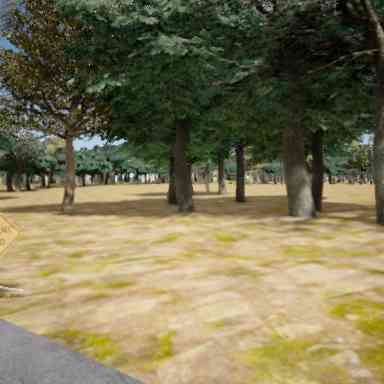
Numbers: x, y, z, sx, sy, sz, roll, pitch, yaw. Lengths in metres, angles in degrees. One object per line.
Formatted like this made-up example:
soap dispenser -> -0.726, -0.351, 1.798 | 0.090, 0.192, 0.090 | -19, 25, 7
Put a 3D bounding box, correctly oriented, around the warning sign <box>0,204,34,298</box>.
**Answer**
warning sign -> -4.266, 1.205, 7.069 | 1.060, 1.860, 1.300 | 0, -1, 37
